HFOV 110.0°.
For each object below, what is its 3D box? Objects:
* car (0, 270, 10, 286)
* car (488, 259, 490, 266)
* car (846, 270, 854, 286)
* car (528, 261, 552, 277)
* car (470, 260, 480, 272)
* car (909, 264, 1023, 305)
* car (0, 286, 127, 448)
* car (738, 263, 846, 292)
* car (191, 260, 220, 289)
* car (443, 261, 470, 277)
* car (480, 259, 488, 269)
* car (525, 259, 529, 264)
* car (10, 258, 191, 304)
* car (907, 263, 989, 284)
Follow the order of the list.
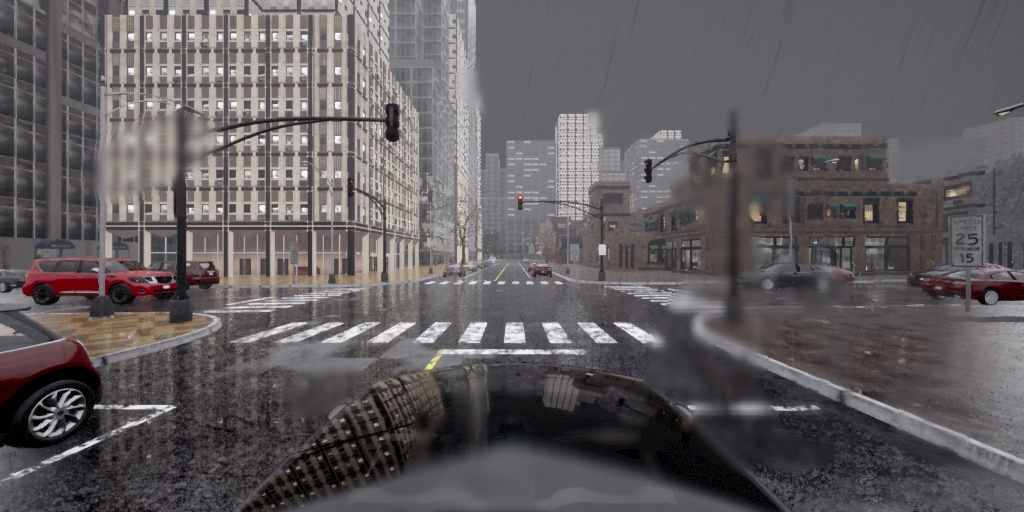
[{"bbox_3d":[-31.429,1.508,22.086,4.403,1.370,2.007,0,0,-1],"label":"car"},{"bbox_3d":[-5.379,1.344,62.476,1.948,1.339,4.313,0,0,0],"label":"car"},{"bbox_3d":[19.053,1.202,22.586,4.207,1.307,1.802,0,0,-1],"label":"car"},{"bbox_3d":[2.859,1.304,34.729,1.888,1.381,4.507,0,0,0],"label":"car"},{"bbox_3d":[-5.466,1.291,45.684,1.751,1.417,4.829,0,0,0],"label":"car"},{"bbox_3d":[19.136,1.153,14.206,4.507,1.381,1.888,0,0,-1],"label":"car"},{"bbox_3d":[-5.691,1.190,2.306,1.967,1.591,4.097,0,0,0],"label":"car"},{"bbox_3d":[15.142,1.147,19.960,4.892,1.490,1.837,0,0,-1],"label":"car"},{"bbox_3d":[-21.019,1.203,22.189,5.009,1.841,2.192,0,0,-1],"label":"car"},{"bbox_3d":[-5.523,1.341,34.773,1.802,1.307,4.207,0,0,0],"label":"car"},{"bbox_3d":[-5.407,1.324,56.936,2.007,1.370,4.403,0,0,0],"label":"car"},{"bbox_3d":[2.915,1.348,45.811,1.802,1.307,4.207,0,0,0],"label":"car"},{"bbox_3d":[-18.590,1.087,16.425,5.566,2.045,2.150,0,0,-1],"label":"car"},{"bbox_3d":[24.946,1.141,20.064,4.181,1.385,1.994,0,0,-1],"label":"car"}]
